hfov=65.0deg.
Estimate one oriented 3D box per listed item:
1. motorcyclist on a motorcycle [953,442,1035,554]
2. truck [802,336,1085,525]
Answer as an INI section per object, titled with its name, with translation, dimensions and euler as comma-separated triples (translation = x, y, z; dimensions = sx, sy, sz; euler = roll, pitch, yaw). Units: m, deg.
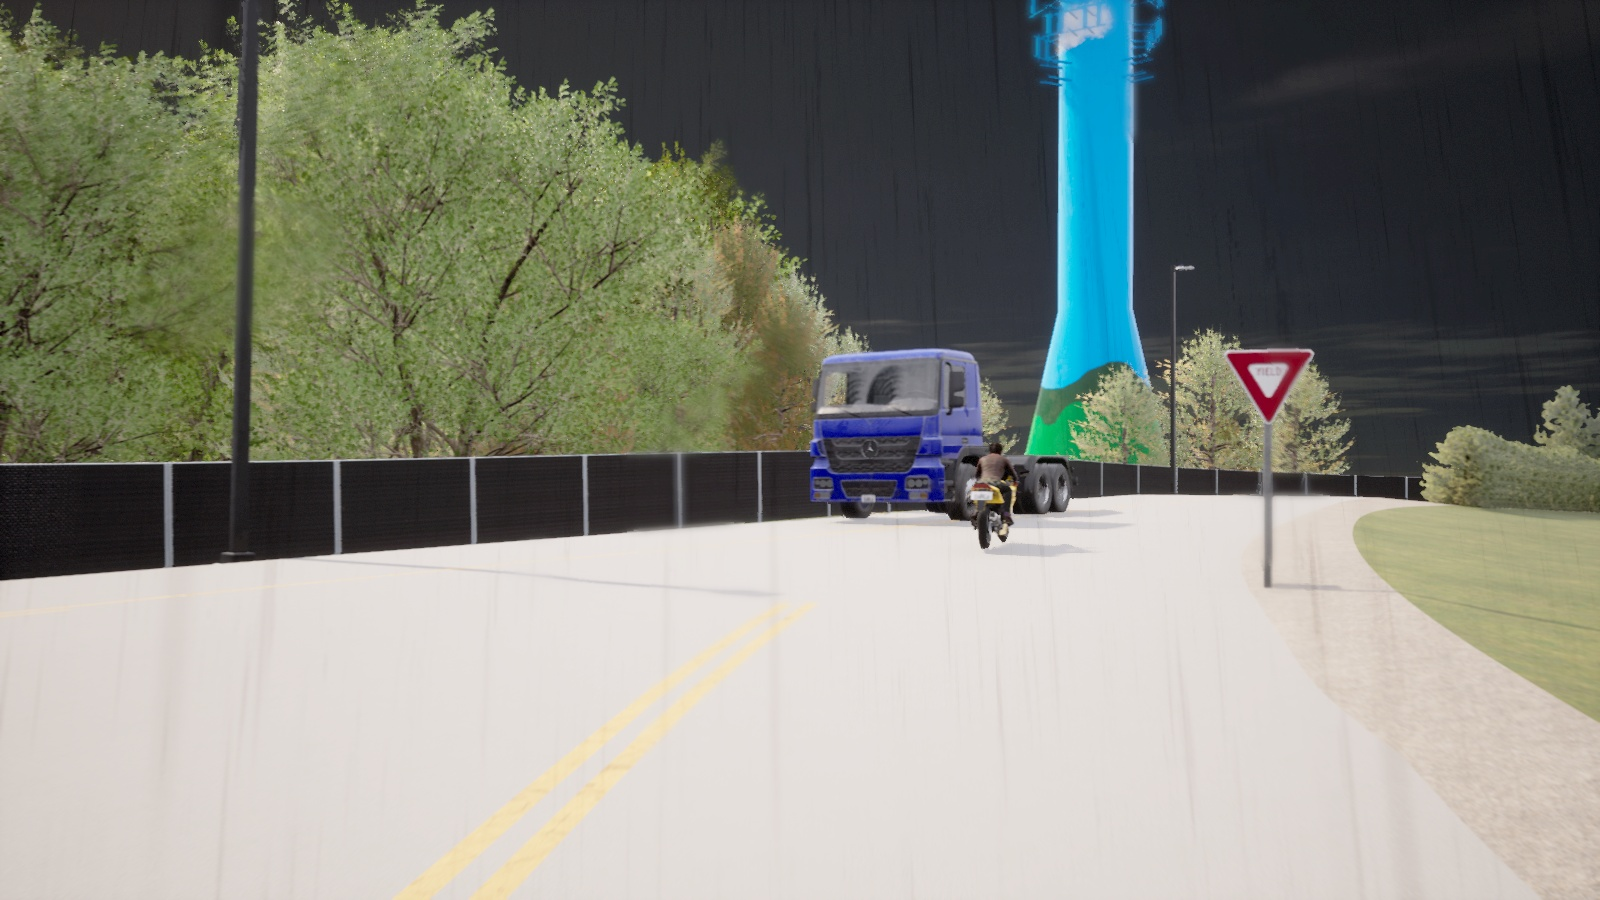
[motorcyclist on a motorcycle]
translation = 2.833, 0.650, 18.155
dimensions = 0.797, 1.523, 2.044
euler = 0, 0, 20
[truck]
translation = 3.393, -0.287, 27.148
dimensions = 2.891, 3.462, 7.936
euler = -1, -1, 32
